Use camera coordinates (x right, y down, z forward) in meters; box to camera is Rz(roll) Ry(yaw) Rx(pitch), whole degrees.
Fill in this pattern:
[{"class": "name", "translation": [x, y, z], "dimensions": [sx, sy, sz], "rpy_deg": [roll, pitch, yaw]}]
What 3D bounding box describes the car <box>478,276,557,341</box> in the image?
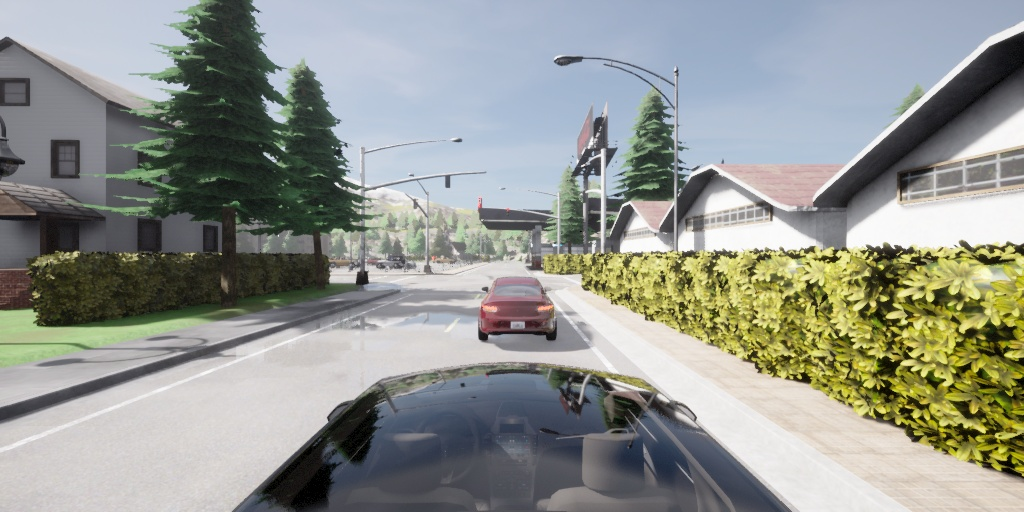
[{"class": "car", "translation": [0.128, 1.276, 9.778], "dimensions": [1.812, 1.442, 4.674], "rpy_deg": [0, 0, 0]}]
